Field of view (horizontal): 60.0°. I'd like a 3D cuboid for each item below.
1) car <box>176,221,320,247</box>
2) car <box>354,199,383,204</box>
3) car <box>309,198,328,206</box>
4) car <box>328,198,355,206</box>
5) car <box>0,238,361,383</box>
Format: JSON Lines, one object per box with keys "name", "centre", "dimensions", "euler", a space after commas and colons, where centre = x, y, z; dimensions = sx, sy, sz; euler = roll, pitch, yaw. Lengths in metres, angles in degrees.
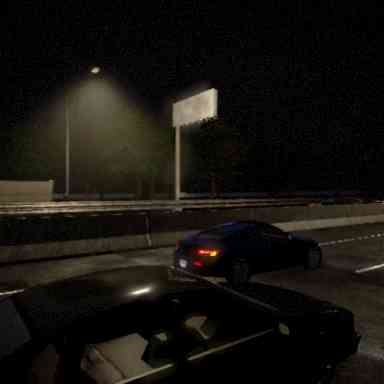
{"name": "car", "centre": [1.658, 1.527, 9.237], "dimensions": [4.674, 1.442, 1.812], "euler": [0, 0, -36]}
{"name": "car", "centre": [19.663, 1.604, 35.381], "dimensions": [4.718, 1.301, 1.895], "euler": [0, 0, -36]}
{"name": "car", "centre": [16.697, 1.493, 41.870], "dimensions": [4.902, 1.511, 2.128], "euler": [0, 0, -36]}
{"name": "car", "centre": [18.313, 1.508, 38.721], "dimensions": [4.892, 1.490, 1.837], "euler": [0, 0, -36]}
{"name": "car", "centre": [-0.465, 1.548, 3.414], "dimensions": [5.357, 1.411, 2.033], "euler": [0, 0, -36]}
